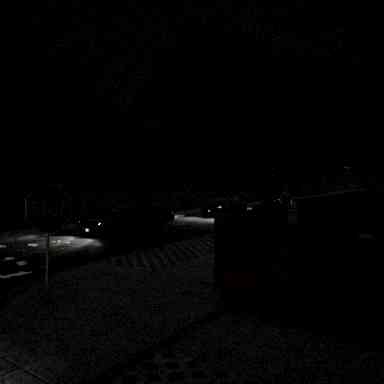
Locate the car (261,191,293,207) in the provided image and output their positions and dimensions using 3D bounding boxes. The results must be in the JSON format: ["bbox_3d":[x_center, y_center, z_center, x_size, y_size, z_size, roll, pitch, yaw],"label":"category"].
[{"bbox_3d":[8.525,0.670,33.208,1.837,1.490,4.892,0,2,36],"label":"car"}]

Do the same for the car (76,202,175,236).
[{"bbox_3d":[-3.106,1.232,16.870,2.033,1.411,5.357,0,1,36],"label":"car"}]

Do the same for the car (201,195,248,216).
[{"bbox_3d":[2.535,0.962,24.802,1.812,1.442,4.674,0,2,36],"label":"car"}]
